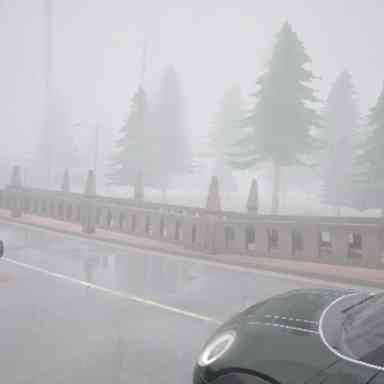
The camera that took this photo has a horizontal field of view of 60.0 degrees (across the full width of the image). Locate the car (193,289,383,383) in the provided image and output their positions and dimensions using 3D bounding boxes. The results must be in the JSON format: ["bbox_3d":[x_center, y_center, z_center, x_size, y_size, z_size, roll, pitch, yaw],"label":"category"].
[{"bbox_3d":[2.202,1.354,2.416,4.553,1.767,2.097,0,0,35],"label":"car"}]

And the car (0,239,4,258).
[{"bbox_3d":[-7.164,1.322,9.055,4.718,1.301,1.895,3,2,35],"label":"car"}]
